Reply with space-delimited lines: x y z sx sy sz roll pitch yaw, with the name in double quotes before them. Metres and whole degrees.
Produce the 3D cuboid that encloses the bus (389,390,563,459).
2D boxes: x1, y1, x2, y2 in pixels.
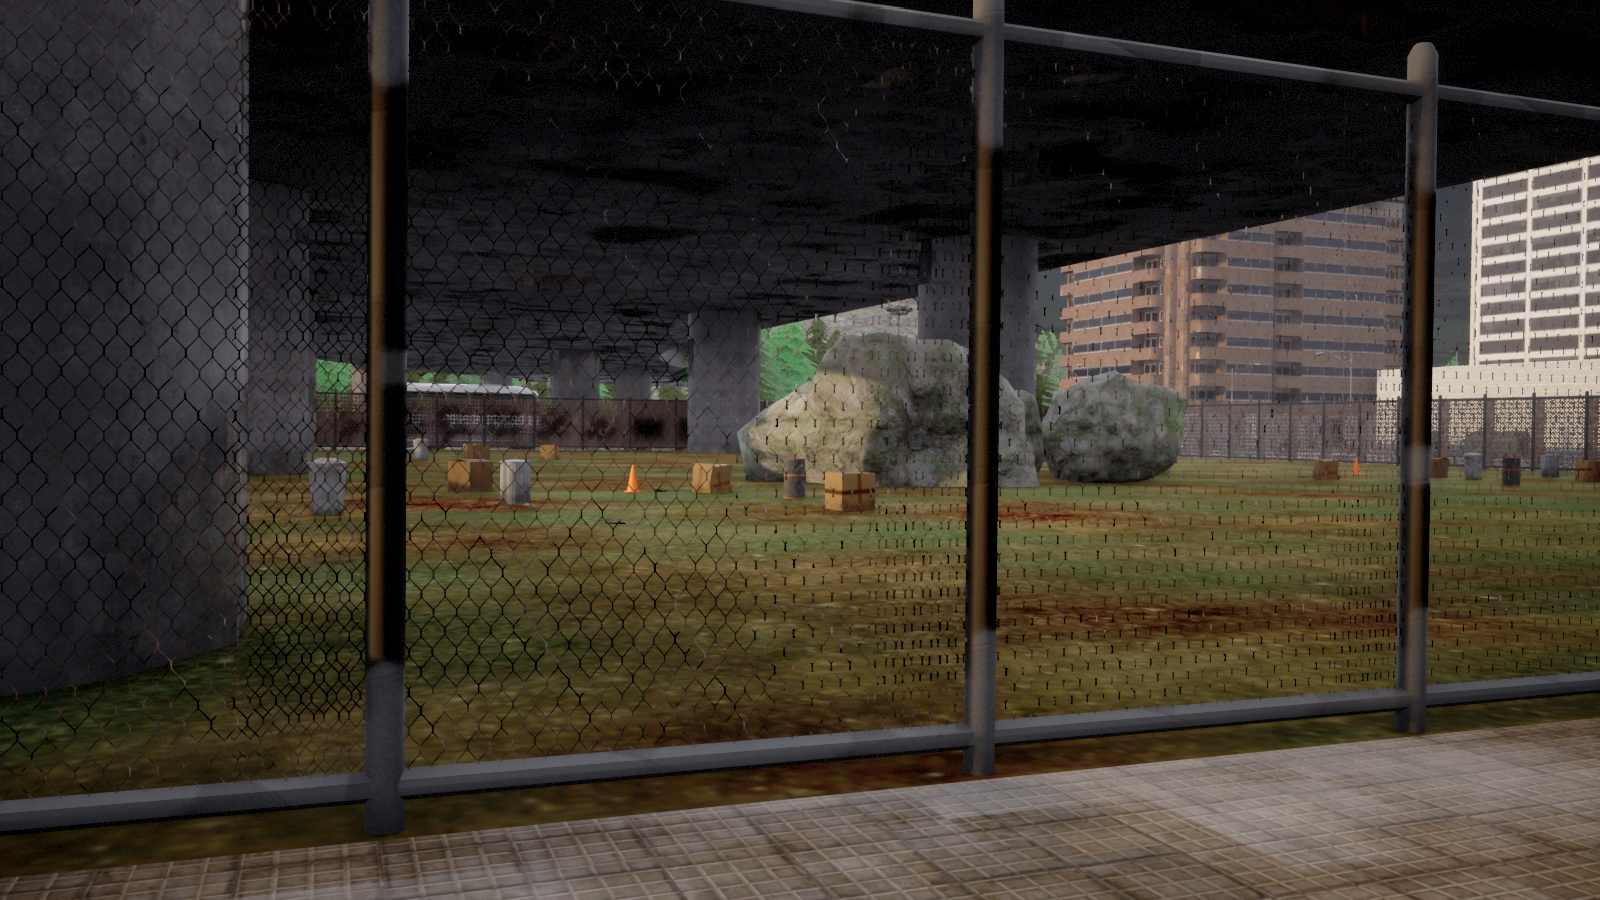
"bus" -21.035 -1.680 81.704 10.273 4.253 3.944 -1 1 -27
